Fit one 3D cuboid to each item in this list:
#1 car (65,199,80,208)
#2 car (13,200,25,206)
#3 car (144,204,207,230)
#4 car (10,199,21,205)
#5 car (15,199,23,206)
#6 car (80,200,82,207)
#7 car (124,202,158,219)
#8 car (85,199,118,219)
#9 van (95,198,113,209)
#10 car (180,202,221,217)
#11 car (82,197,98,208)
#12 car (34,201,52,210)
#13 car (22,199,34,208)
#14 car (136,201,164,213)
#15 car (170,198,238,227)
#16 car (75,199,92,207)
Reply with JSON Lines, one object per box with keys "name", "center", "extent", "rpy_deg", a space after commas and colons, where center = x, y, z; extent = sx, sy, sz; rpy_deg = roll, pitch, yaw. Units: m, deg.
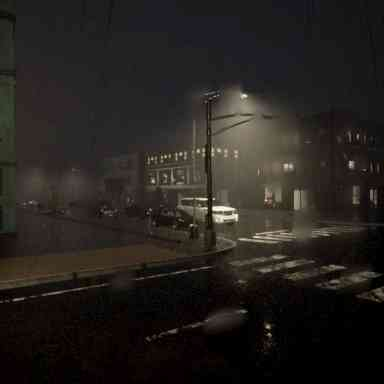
{"name": "car", "center": [-21.454, 2.229, 61.637], "extent": [1.994, 1.385, 4.181], "rpy_deg": [-1, 0, -36]}
{"name": "car", "center": [-41.425, 2.547, 79.603], "extent": [2.008, 1.369, 4.403], "rpy_deg": [-1, 0, -36]}
{"name": "car", "center": [-1.262, 1.814, 23.215], "extent": [1.947, 1.339, 4.313], "rpy_deg": [-2, 0, -36]}
{"name": "car", "center": [-44.644, 2.597, 84.104], "extent": [1.887, 1.381, 4.507], "rpy_deg": [-1, 0, -36]}
{"name": "car", "center": [-38.208, 2.379, 75.099], "extent": [1.967, 1.590, 4.097], "rpy_deg": [-1, 0, -36]}
{"name": "car", "center": [-18.519, 1.939, 61.963], "extent": [2.192, 1.841, 5.009], "rpy_deg": [-1, 0, -36]}
{"name": "car", "center": [-4.995, 1.886, 33.112], "extent": [2.033, 1.411, 5.357], "rpy_deg": [-1, 0, -36]}
{"name": "car", "center": [-9.237, 1.846, 34.574], "extent": [1.967, 1.590, 4.097], "rpy_deg": [-1, 0, -36]}
{"name": "van", "center": [-15.299, 1.906, 57.460], "extent": [1.690, 1.788, 3.998], "rpy_deg": [-1, 0, -36]}
{"name": "car", "center": [0.801, 1.809, 34.947], "extent": [2.008, 1.369, 4.403], "rpy_deg": [-2, 0, -36]}
{"name": "car", "center": [-15.393, 2.032, 53.157], "extent": [1.882, 1.535, 5.008], "rpy_deg": [-1, 0, -35]}
{"name": "car", "center": [-25.231, 2.232, 56.950], "extent": [1.752, 1.417, 4.829], "rpy_deg": [-1, 0, -36]}
{"name": "car", "center": [-31.768, 2.375, 66.094], "extent": [2.008, 1.369, 4.403], "rpy_deg": [-1, 0, -36]}
{"name": "car", "center": [-5.636, 1.966, 43.952], "extent": [1.802, 1.307, 4.206], "rpy_deg": [-2, 0, -36]}
{"name": "car", "center": [0.956, 1.442, 24.784], "extent": [2.150, 2.045, 5.566], "rpy_deg": [-1, 0, -35]}
{"name": "car", "center": [-21.733, 2.227, 66.466], "extent": [1.887, 1.381, 4.507], "rpy_deg": [-1, 0, -36]}
